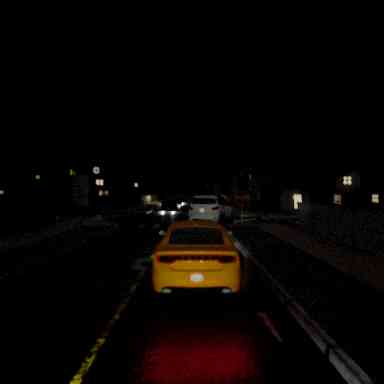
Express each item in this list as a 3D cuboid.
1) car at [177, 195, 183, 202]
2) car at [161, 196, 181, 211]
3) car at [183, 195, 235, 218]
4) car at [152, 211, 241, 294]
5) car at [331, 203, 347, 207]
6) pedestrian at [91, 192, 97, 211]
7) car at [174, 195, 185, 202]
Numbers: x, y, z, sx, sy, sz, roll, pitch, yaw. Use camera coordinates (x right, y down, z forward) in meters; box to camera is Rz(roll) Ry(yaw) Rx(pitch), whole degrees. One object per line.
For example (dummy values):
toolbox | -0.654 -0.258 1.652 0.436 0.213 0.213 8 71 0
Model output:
car | -2.836 1.607 59.042 2.033 1.411 5.357 0 0 0
car | -2.876 1.594 42.278 2.033 1.411 5.357 0 0 0
car | 1.489 1.297 23.730 2.150 2.045 5.566 0 -2 18
car | 0.099 1.486 8.819 1.882 1.535 5.008 0 0 0
car | 12.392 1.766 29.647 5.008 1.535 1.882 1 1 1
pedestrian | -9.699 0.903 32.881 0.375 1.860 0.375 0 0 1
car | -2.788 1.484 74.739 2.128 1.511 4.902 0 0 0
